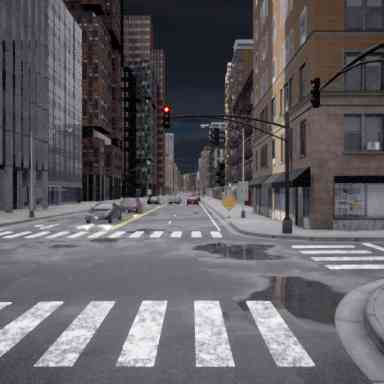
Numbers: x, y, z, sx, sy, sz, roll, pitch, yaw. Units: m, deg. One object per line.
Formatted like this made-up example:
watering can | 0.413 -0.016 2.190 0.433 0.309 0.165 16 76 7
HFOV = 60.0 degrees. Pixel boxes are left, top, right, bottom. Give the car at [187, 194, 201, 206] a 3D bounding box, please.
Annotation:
car | 0.106 1.489 54.799 1.882 1.535 5.008 0 0 0

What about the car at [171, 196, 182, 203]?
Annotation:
car | -3.146 1.568 69.599 2.033 1.411 5.357 0 0 0

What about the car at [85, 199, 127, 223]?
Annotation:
car | -6.605 1.527 25.449 1.812 1.442 4.674 0 0 2

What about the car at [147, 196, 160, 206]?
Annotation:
car | -6.520 1.489 56.777 1.882 1.535 5.008 0 0 0

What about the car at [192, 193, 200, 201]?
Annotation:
car | 0.985 1.261 85.643 2.150 2.045 5.566 0 0 0

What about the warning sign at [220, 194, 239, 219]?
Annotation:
warning sign | 2.857 1.116 25.608 1.300 1.860 1.060 0 0 0

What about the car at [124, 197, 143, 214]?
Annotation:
car | -6.593 1.360 35.674 2.097 1.767 4.553 0 0 0

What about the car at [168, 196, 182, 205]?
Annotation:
car | -3.144 1.614 59.341 1.895 1.301 4.718 0 0 0
